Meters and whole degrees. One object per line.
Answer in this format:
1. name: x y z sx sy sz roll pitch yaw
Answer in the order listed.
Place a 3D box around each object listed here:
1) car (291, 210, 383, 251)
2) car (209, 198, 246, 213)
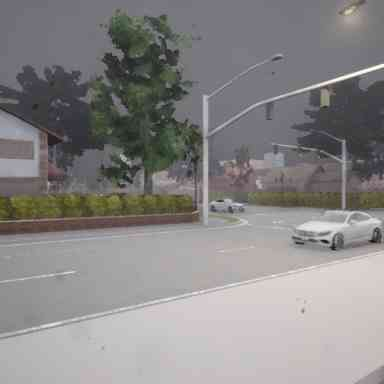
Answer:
1. car: 6.220 1.492 14.011 4.674 1.442 1.812 0 0 -35
2. car: 3.773 1.435 36.342 1.812 1.442 4.674 0 0 -36
